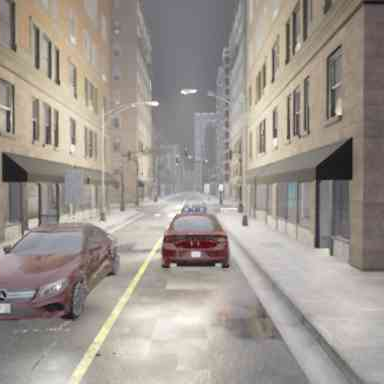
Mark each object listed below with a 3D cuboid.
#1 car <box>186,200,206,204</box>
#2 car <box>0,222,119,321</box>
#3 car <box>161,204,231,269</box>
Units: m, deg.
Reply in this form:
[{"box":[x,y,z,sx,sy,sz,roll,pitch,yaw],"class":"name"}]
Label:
[{"box":[0.355,1.343,27.497,1.895,1.301,4.718,0,1,5],"class":"car"},{"box":[-2.849,1.453,7.285,1.812,1.442,4.674,0,1,0],"class":"car"},{"box":[0.097,1.373,10.755,1.882,1.535,5.008,0,1,0],"class":"car"}]
